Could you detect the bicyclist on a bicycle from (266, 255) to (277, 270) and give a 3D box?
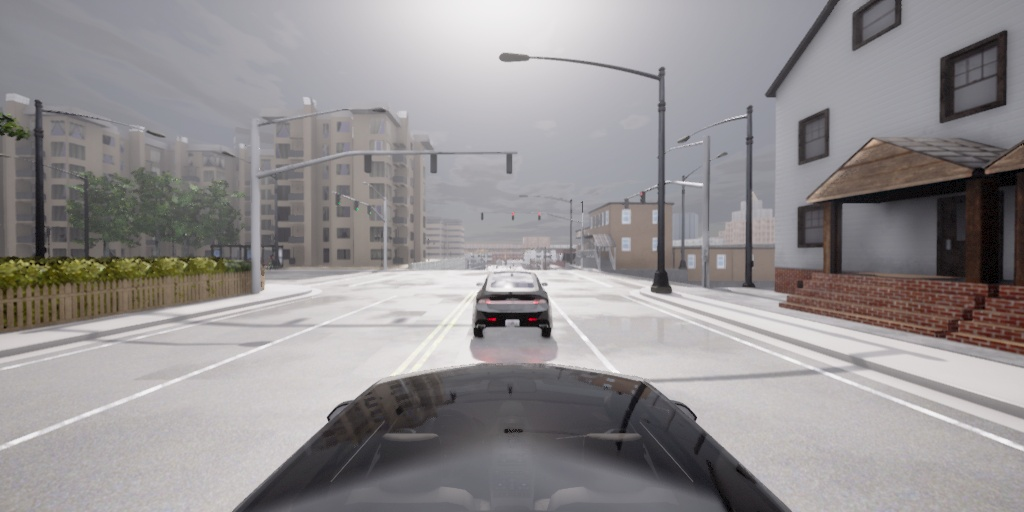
[{"bbox_3d":[-25.605,0.706,38.218,0.582,1.620,1.656,0,1,0],"label":"bicyclist on a bicycle"}]

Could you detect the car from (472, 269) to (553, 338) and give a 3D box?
[{"bbox_3d":[0.002,1.164,9.923,2.128,1.511,4.902,0,1,0],"label":"car"}]
